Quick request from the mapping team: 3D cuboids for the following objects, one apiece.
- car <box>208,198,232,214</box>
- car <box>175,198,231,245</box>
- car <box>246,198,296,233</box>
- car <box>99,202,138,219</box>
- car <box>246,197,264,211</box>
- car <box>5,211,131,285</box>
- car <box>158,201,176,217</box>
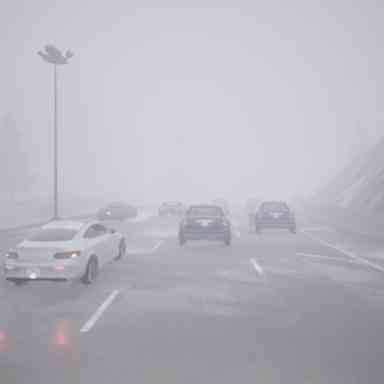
[{"bbox_3d":[2.983,1.349,34.561,2.033,1.411,5.357,0,0,10],"label":"car"},{"bbox_3d":[0.636,1.265,15.129,2.097,1.767,4.553,0,0,4],"label":"car"},{"bbox_3d":[4.463,1.243,19.028,2.097,1.767,4.553,0,0,5],"label":"car"},{"bbox_3d":[-5.481,1.421,24.841,1.994,1.385,4.181,0,0,7],"label":"car"},{"bbox_3d":[7.328,1.343,38.537,1.994,1.385,4.181,0,0,11],"label":"car"},{"bbox_3d":[-3.203,1.472,9.204,1.812,1.442,4.674,0,0,2],"label":"car"},{"bbox_3d":[-1.500,1.437,28.590,1.895,1.301,4.718,0,0,8],"label":"car"}]
